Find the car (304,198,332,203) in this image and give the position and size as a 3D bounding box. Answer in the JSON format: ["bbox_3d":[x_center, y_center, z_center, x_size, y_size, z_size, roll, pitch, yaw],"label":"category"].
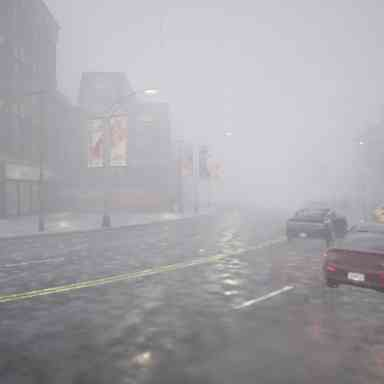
[{"bbox_3d":[13.874,1.457,37.532,1.882,1.535,5.008,0,0,7],"label":"car"}]

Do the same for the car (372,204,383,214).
[{"bbox_3d":[13.860,1.447,23.393,1.801,1.575,5.366,0,0,22],"label":"car"}]

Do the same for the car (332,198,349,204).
[{"bbox_3d":[17.579,1.484,40.755,1.837,1.490,4.892,1,0,3],"label":"car"}]

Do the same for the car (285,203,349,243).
[{"bbox_3d":[5.812,1.483,15.276,2.128,1.511,4.902,0,0,35],"label":"car"}]

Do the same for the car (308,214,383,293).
[{"bbox_3d":[4.823,1.522,8.334,1.812,1.442,4.674,0,0,42],"label":"car"}]
